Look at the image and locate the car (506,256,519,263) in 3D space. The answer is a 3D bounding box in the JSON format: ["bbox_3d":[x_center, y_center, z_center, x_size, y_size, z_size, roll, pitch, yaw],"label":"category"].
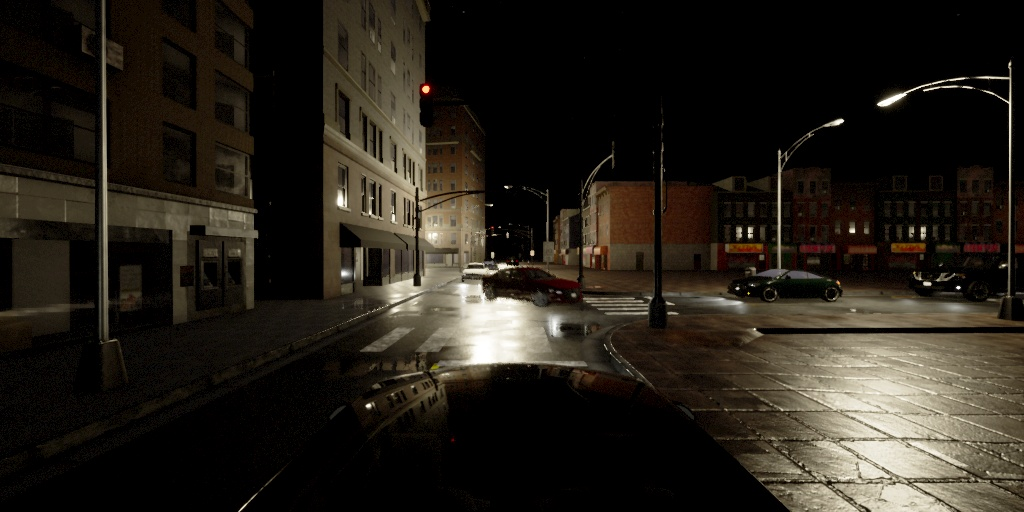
[{"bbox_3d":[0.080,0.991,61.384,2.150,2.045,5.566,0,0,0],"label":"car"}]

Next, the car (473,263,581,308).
[{"bbox_3d":[0.683,1.225,15.474,1.882,1.535,5.008,-1,0,-41],"label":"car"}]

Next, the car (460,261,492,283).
[{"bbox_3d":[-2.856,1.278,28.493,1.812,1.442,4.674,0,0,0],"label":"car"}]

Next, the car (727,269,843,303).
[{"bbox_3d":[12.042,1.261,15.988,4.181,1.385,1.994,0,0,0],"label":"car"}]

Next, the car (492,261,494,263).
[{"bbox_3d":[-2.829,1.322,43.982,1.994,1.385,4.181,0,0,0],"label":"car"}]

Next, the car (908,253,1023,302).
[{"bbox_3d":[21.320,0.884,16.038,5.566,2.045,2.150,0,0,0],"label":"car"}]
